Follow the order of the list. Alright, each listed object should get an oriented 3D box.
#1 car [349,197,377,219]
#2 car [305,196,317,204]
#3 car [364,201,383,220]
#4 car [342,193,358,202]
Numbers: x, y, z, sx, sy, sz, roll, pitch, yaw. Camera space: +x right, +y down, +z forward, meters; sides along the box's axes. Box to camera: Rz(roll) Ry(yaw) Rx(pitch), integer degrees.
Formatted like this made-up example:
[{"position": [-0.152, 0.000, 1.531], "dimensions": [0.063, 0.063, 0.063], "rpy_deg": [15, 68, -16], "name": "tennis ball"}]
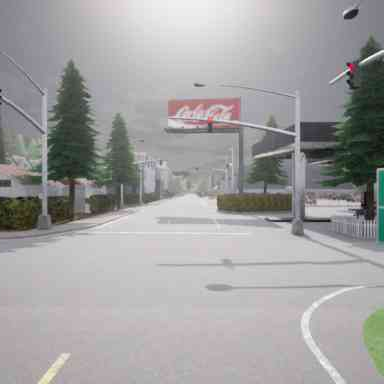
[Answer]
[{"position": [14.379, 1.504, 24.949], "dimensions": [3.866, 1.878, 1.905], "rpy_deg": [0, 0, 0], "name": "car"}, {"position": [22.532, 1.552, 64.012], "dimensions": [1.970, 1.475, 3.806], "rpy_deg": [0, 0, 0], "name": "car"}, {"position": [18.709, 1.672, 30.617], "dimensions": [4.611, 1.667, 2.242], "rpy_deg": [0, 0, 0], "name": "car"}, {"position": [34.940, 1.489, 71.797], "dimensions": [2.007, 1.523, 4.514], "rpy_deg": [0, 0, 0], "name": "car"}]
